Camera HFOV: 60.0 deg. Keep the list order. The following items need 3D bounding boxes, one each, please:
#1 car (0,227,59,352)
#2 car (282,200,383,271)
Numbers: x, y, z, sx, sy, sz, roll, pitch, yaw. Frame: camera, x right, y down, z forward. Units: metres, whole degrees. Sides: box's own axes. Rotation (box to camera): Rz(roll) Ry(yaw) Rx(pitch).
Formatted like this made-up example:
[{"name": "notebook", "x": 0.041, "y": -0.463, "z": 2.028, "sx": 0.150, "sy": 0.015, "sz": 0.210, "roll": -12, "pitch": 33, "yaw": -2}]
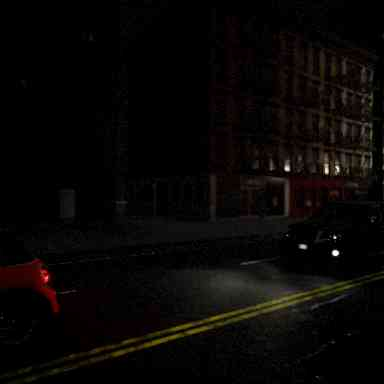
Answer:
[{"name": "car", "x": -4.371, "y": 1.342, "z": 4.556, "sx": 4.553, "sy": 1.767, "sz": 2.097, "roll": 1, "pitch": 0, "yaw": -36}, {"name": "car", "x": 5.617, "y": 1.324, "z": 11.669, "sx": 5.566, "sy": 2.045, "sz": 2.150, "roll": 1, "pitch": 0, "yaw": -35}]
